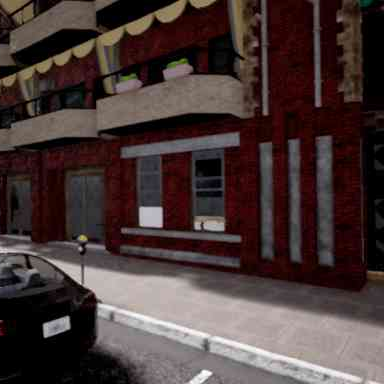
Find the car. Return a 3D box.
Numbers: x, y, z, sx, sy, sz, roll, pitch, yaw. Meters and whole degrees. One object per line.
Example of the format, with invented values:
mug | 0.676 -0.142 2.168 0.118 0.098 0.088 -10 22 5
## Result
car | -3.250 1.603 5.046 4.313 1.339 1.947 0 -1 35
